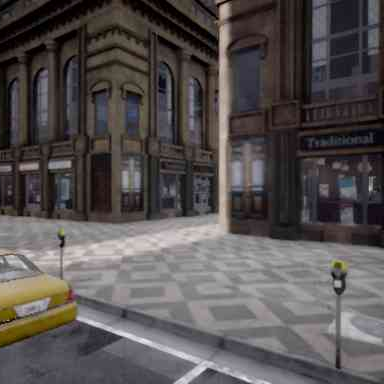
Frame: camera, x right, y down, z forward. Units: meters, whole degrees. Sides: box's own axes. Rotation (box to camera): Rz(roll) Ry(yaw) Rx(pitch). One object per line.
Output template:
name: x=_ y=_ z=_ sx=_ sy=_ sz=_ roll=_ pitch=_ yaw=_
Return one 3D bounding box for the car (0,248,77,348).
car: x=-4.020 y=1.519 z=5.825 sx=4.829 sy=1.417 sz=1.752 roll=0 pitch=0 yaw=35
